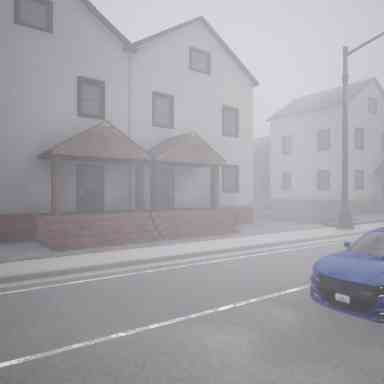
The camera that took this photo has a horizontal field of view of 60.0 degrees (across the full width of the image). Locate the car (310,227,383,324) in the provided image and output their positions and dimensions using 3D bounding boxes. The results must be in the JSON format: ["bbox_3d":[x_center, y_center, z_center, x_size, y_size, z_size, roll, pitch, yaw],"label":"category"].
[{"bbox_3d":[4.514,1.482,6.956,5.008,1.535,1.882,0,0,-36],"label":"car"}]
